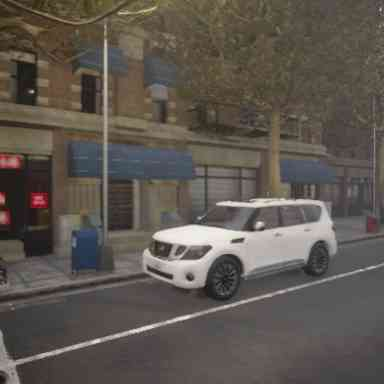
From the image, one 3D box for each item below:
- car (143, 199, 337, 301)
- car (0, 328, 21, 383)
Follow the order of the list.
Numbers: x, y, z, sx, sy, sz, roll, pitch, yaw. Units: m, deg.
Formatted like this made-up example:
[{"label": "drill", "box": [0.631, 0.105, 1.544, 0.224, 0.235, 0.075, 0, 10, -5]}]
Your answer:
[{"label": "car", "box": [1.511, 1.218, 8.698, 5.566, 2.045, 2.435, 0, 0, -36]}, {"label": "car", "box": [-3.423, 1.529, 1.548, 4.674, 1.442, 1.812, 0, 0, -35]}]
